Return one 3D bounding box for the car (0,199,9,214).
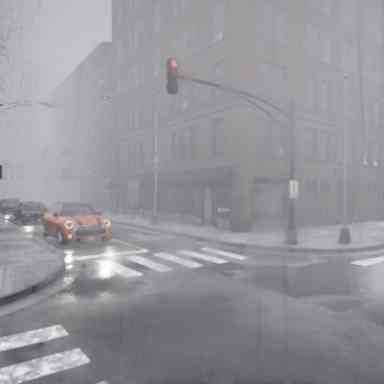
[{"bbox_3d":[-17.716,1.369,32.637,2.033,1.411,5.357,1,0,-36],"label":"car"}]

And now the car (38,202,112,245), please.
[{"bbox_3d":[-5.379,1.304,15.369,2.097,1.767,4.553,1,0,-35],"label":"car"}]

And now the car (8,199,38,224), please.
[{"bbox_3d":[-11.537,1.434,23.990,2.033,1.411,5.357,1,0,-36],"label":"car"}]
